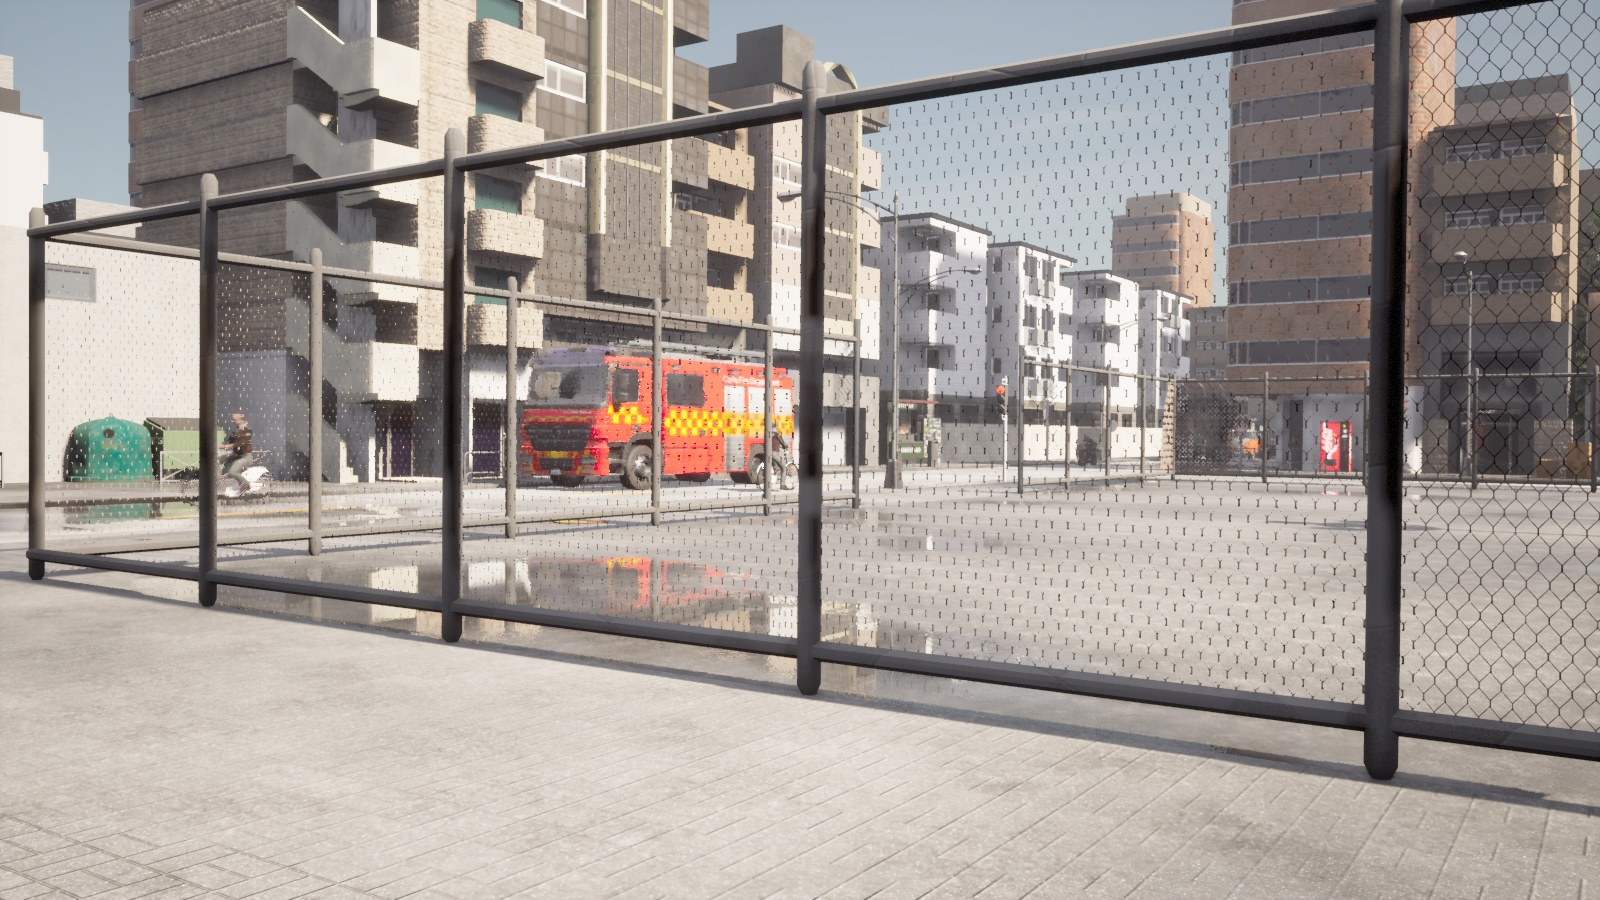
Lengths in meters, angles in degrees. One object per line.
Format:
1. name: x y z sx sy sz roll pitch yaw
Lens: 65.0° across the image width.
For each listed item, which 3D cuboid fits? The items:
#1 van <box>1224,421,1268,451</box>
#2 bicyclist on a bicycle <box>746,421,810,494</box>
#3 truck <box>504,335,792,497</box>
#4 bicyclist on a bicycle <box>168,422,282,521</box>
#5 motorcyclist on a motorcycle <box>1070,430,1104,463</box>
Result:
1. van: 30.279 -0.954 85.245 1.775 1.987 4.442 0 1 34
2. bicyclist on a bicycle: -0.528 0.175 31.639 0.659 1.776 1.843 0 1 34
3. truck: -3.798 -0.861 33.961 2.891 3.827 8.468 0 1 34
4. bicyclist on a bicycle: -10.724 0.378 23.492 0.659 1.776 1.843 0 1 34
5. motorcyclist on a motorcycle: 13.827 -0.185 60.494 0.866 1.530 2.191 0 1 34
